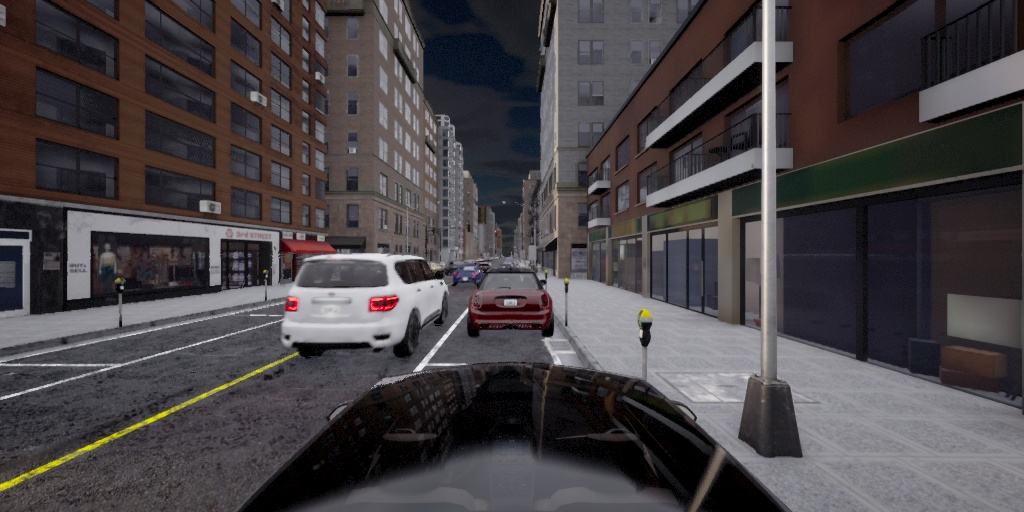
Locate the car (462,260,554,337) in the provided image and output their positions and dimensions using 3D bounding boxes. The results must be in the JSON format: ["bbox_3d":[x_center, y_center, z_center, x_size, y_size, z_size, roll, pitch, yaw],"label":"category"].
[{"bbox_3d":[-0.033,1.103,10.470,2.097,1.767,4.553,0,0,0],"label":"car"}]

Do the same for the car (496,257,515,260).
[{"bbox_3d":[-0.383,1.190,36.951,1.967,1.591,4.097,0,0,0],"label":"car"}]

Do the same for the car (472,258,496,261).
[{"bbox_3d":[-2.952,1.254,38.853,1.837,1.490,4.892,0,0,0],"label":"car"}]

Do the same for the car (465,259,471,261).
[{"bbox_3d":[-5.844,1.256,37.734,1.837,1.490,4.892,0,0,0],"label":"car"}]

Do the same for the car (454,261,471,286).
[{"bbox_3d":[-2.947,1.276,24.994,1.812,1.442,4.674,0,0,0],"label":"car"}]

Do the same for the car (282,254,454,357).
[{"bbox_3d":[-3.019,0.973,8.678,2.150,2.045,5.566,0,0,0],"label":"car"}]
